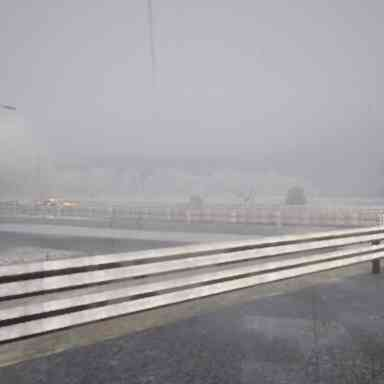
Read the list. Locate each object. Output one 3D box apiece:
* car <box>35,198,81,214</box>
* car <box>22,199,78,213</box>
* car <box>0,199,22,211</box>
[{"bbox_3d":[-15.079,1.542,37.407,5.008,1.535,1.882,0,0,25],"label":"car"},{"bbox_3d":[-11.935,1.395,28.393,4.181,1.385,1.994,0,0,22],"label":"car"},{"bbox_3d":[-18.226,1.501,35.032,4.902,1.511,2.128,0,0,26],"label":"car"}]
